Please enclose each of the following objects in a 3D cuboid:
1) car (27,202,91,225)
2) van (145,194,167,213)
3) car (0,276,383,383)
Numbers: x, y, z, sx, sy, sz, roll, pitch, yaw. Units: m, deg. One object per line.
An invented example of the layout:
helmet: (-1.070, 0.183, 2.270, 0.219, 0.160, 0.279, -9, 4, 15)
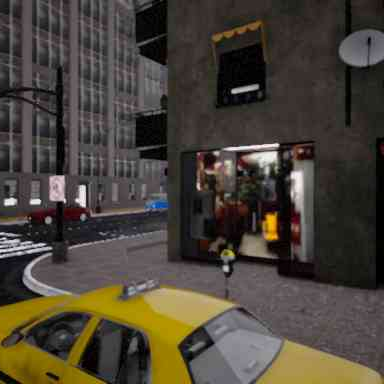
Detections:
car: (-9.420, 1.466, 23.810, 1.887, 1.381, 4.507, 1, 2, 35)
van: (-2.916, 1.088, 33.061, 1.690, 1.788, 3.998, 1, 2, 35)
car: (-0.718, 1.549, 3.377, 4.829, 1.417, 1.752, -1, 0, 36)
